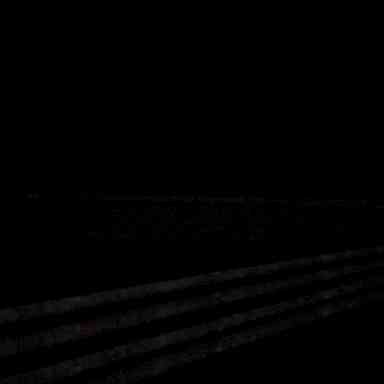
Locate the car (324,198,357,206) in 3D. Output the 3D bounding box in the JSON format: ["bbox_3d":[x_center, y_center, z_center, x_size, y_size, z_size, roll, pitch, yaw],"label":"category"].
[{"bbox_3d":[24.729,1.670,55.681,4.718,1.301,1.895,1,0,12],"label":"car"}]

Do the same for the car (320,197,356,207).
[{"bbox_3d":[22.972,1.572,52.474,5.357,1.411,2.033,1,0,12],"label":"car"}]
